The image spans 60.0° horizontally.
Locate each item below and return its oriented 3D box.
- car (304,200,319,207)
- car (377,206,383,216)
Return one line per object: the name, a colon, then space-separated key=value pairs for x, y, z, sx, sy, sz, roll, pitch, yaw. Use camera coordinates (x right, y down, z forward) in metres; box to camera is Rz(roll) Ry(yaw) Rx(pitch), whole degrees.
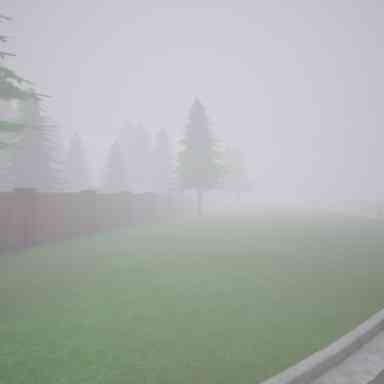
car: x=23.005 y=2.177 z=64.107 sx=2.033 sy=1.411 sz=5.357 roll=-1 pitch=-1 yaw=7
car: x=19.922 y=1.764 z=32.634 sx=1.812 sy=1.442 sz=4.674 roll=0 pitch=-1 yaw=8
